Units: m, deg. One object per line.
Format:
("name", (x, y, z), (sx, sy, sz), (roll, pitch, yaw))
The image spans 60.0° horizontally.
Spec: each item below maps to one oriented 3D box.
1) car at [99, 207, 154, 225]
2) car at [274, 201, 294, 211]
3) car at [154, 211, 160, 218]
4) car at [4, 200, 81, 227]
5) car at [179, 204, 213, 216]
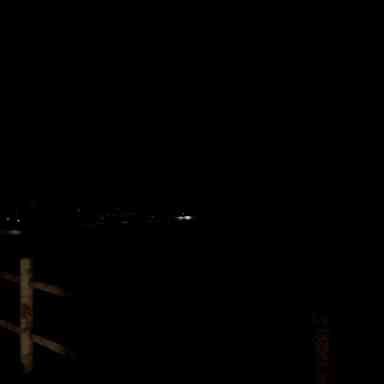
("car", (-5.778, 1.980, 28.603), (1.812, 1.442, 4.674), (-1, -2, 36))
("car", (16.375, 2.443, 58.900), (2.097, 1.767, 4.553), (-1, -2, 38))
("car", (-5.494, 2.172, 33.966), (1.895, 1.301, 4.718), (-1, -2, 36))
("car", (-11.414, 1.624, 25.871), (2.150, 2.045, 5.566), (-1, -2, 36))
("car", (0.584, 2.292, 42.259), (2.033, 1.411, 5.357), (-1, -2, 37))
